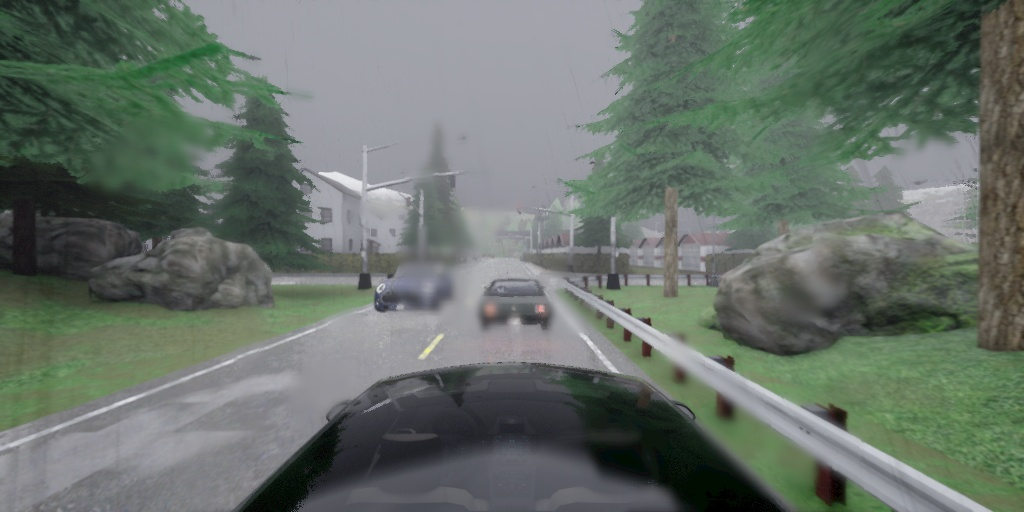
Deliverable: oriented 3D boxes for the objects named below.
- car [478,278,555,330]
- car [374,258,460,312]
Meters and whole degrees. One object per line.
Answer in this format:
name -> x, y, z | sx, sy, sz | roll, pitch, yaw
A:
car -> 0.105, 1.301, 10.861 | 1.895, 1.301, 4.718 | 0, 0, 0
car -> -3.508, 1.035, 13.681 | 2.097, 1.767, 4.553 | 0, 0, 1
